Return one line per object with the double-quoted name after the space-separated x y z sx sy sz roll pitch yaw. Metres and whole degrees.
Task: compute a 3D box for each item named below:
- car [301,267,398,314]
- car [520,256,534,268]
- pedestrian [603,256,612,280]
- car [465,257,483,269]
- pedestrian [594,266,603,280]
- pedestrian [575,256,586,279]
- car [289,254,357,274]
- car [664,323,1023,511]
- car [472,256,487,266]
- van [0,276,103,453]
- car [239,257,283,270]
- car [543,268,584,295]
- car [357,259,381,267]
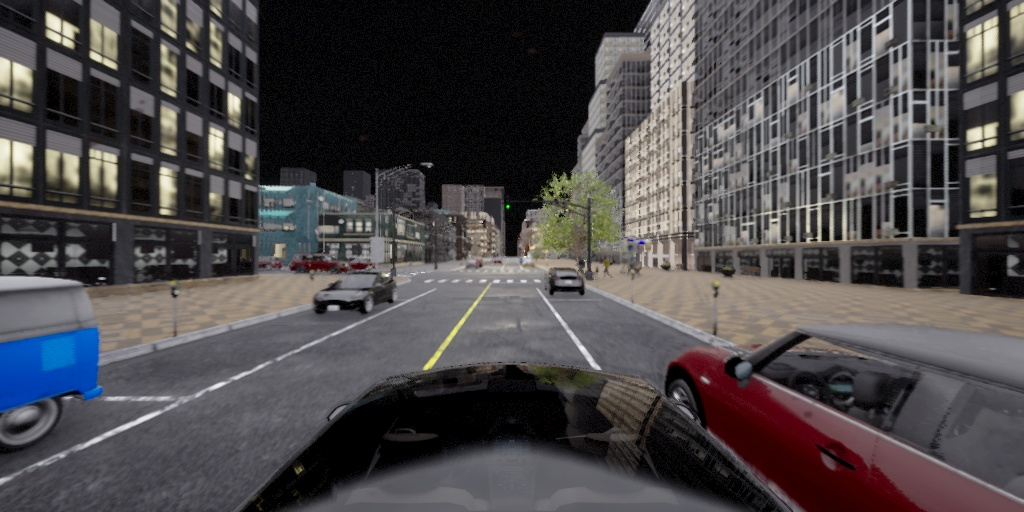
-5.687 1.283 13.600 1.948 1.339 4.313 0 0 0 "car"
2.700 1.122 57.337 1.751 1.417 4.829 0 0 0 "car"
6.997 0.828 26.706 0.375 1.860 0.375 0 0 0 "pedestrian"
-5.681 1.194 51.615 1.802 1.307 4.207 0 0 0 "car"
6.161 1.203 26.106 0.500 1.100 0.500 0 0 0 "pedestrian"
5.185 0.820 27.307 0.375 1.860 0.375 0 0 0 "pedestrian"
-17.153 0.765 32.229 5.009 1.841 2.192 0 0 -1 "car"
2.691 1.188 2.521 1.967 1.591 4.097 0 0 0 "car"
-5.680 0.911 57.166 2.192 1.841 5.009 0 0 0 "car"
-5.689 1.089 2.522 1.690 1.789 3.998 0 0 0 "van"
-28.362 0.771 40.454 4.097 1.591 1.967 0 0 -1 "car"
2.694 1.267 19.138 1.948 1.339 4.313 0 0 0 "car"
-17.270 1.012 40.608 4.507 1.381 1.888 0 0 -1 "car"
